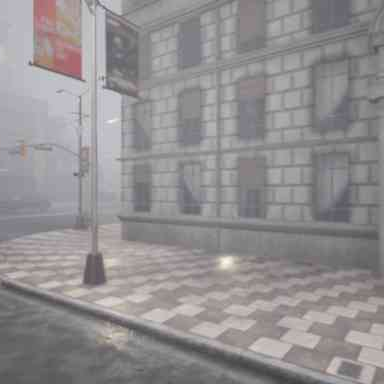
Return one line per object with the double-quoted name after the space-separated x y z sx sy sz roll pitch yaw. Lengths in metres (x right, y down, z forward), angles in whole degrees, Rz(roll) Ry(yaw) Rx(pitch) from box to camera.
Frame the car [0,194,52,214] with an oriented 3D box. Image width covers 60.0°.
-18.734 1.286 37.521 2.150 2.045 5.566 0 0 36 "car"
